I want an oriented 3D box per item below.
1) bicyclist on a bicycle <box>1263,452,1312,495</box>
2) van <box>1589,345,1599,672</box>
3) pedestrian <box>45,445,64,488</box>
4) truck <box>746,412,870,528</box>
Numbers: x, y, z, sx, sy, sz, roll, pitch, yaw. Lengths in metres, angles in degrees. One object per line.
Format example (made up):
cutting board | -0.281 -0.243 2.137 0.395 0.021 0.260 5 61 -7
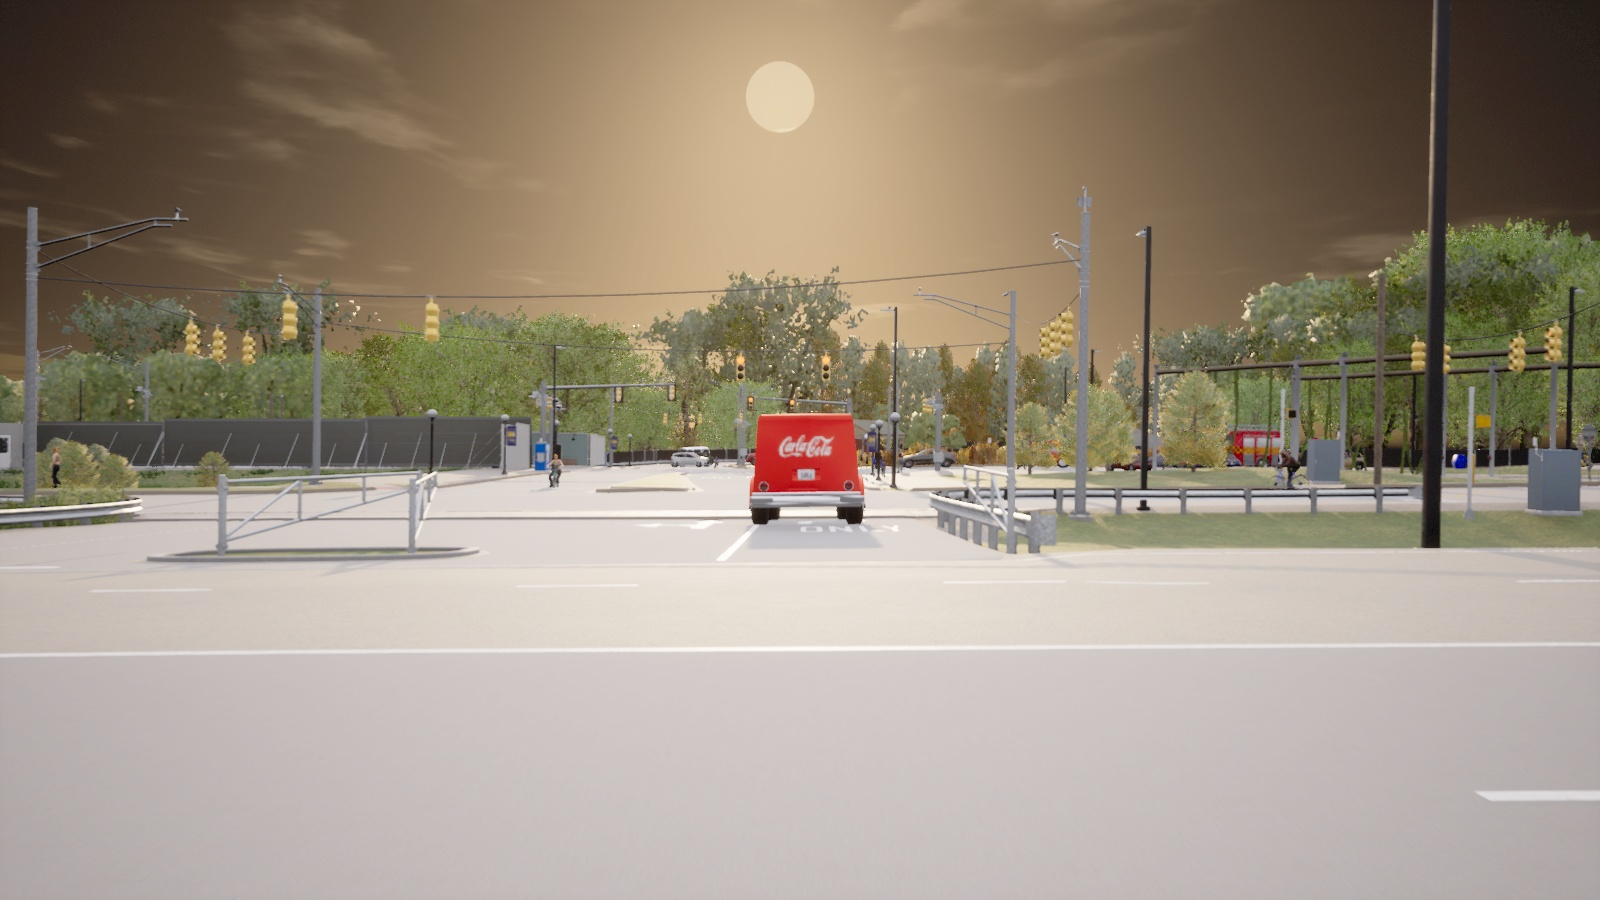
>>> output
bicyclist on a bicycle | 18.889 0.901 48.676 1.656 1.620 0.582 -1 1 0
van | 7.262 0.358 6.990 4.480 2.038 2.069 0 1 -3
pedestrian | -32.550 0.716 54.846 0.594 1.836 0.345 1 1 1
truck | 0.202 0.474 29.387 2.627 2.467 5.204 -1 -1 1
